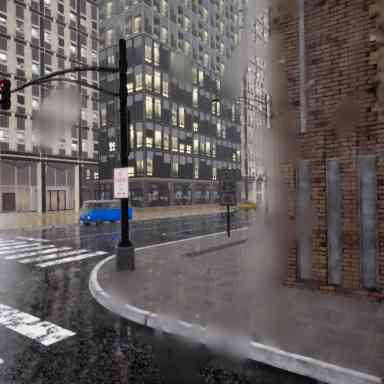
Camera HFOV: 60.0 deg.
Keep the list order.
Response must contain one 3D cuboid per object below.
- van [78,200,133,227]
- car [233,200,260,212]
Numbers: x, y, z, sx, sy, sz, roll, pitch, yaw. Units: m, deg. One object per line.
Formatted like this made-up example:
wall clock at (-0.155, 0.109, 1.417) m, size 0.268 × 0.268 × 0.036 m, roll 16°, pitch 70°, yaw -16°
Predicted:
van at (-6.031, 1.460, 23.500) m, size 1.690 × 1.788 × 3.998 m, roll -2°, pitch -1°, yaw 36°
car at (6.804, 1.689, 41.409) m, size 1.752 × 1.417 × 4.829 m, roll -2°, pitch -1°, yaw 36°
